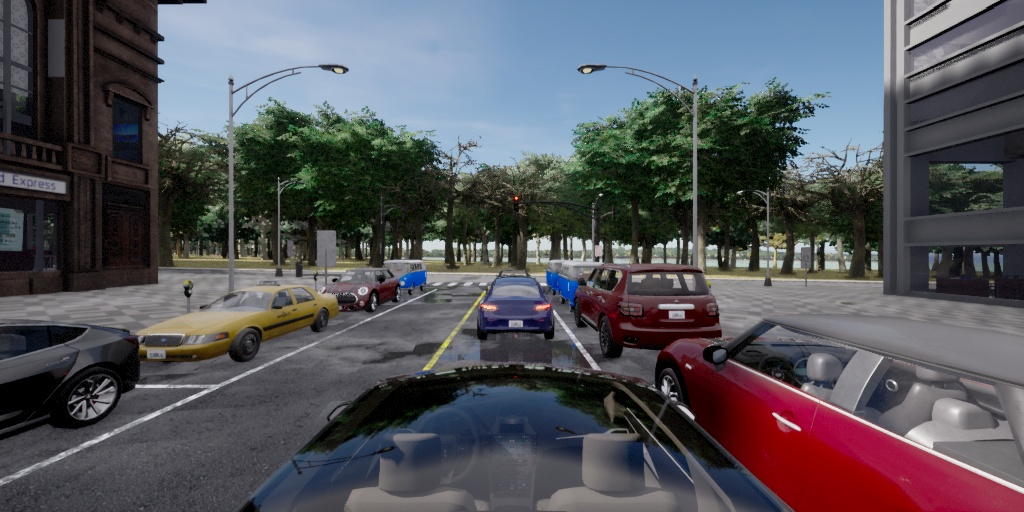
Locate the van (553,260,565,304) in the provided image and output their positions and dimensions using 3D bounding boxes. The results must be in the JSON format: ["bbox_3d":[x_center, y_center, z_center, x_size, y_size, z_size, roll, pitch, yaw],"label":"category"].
[{"bbox_3d":[2.760,1.091,13.831,1.690,1.789,3.998,0,0,0],"label":"van"}]

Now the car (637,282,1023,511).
[{"bbox_3d":[2.763,1.190,2.956,1.967,1.591,4.097,0,0,0],"label":"car"}]

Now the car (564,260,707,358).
[{"bbox_3d":[2.761,1.065,8.394,2.192,1.841,5.009,0,0,0],"label":"car"}]

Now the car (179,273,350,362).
[{"bbox_3d":[-5.764,1.275,8.222,1.751,1.417,4.829,0,0,0],"label":"car"}]

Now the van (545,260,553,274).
[{"bbox_3d":[2.759,1.092,19.269,1.690,1.789,3.998,0,0,0],"label":"van"}]

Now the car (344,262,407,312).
[{"bbox_3d":[-5.765,1.190,13.829,1.967,1.591,4.097,0,0,0],"label":"car"}]

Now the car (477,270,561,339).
[{"bbox_3d":[0.097,1.276,9.931,1.812,1.442,4.674,0,0,0],"label":"car"}]

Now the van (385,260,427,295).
[{"bbox_3d":[-5.766,1.092,19.267,1.690,1.789,3.998,0,0,0],"label":"van"}]

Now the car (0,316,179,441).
[{"bbox_3d":[-5.763,1.316,2.954,1.948,1.339,4.313,0,0,0],"label":"car"}]
